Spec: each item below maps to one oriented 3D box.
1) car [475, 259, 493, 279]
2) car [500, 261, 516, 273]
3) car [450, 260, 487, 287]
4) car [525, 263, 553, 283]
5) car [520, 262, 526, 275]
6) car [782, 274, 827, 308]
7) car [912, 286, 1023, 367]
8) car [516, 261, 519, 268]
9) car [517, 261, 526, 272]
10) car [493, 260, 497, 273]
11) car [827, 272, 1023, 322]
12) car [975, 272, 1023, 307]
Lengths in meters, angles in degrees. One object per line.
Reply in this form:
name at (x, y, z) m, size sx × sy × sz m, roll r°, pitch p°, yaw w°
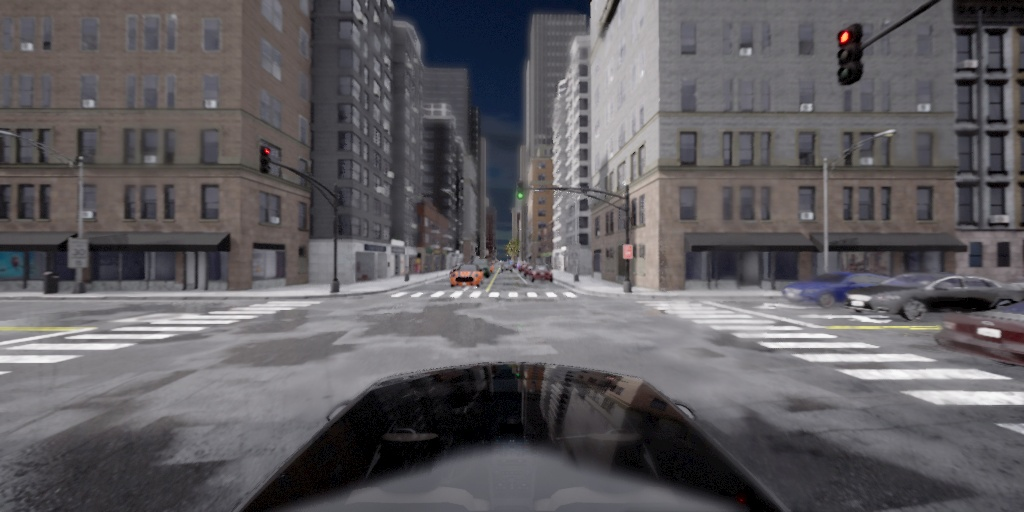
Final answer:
car at (-3.517, 1.363, 39.484) m, size 2.150 × 2.045 × 5.566 m, roll 0°, pitch 0°, yaw -1°
car at (-0.833, 1.888, 56.956) m, size 2.033 × 1.411 × 5.357 m, roll 0°, pitch -1°, yaw -1°
car at (-3.275, 1.365, 26.896) m, size 2.097 × 1.767 × 4.553 m, roll 0°, pitch -1°, yaw 0°
car at (2.566, 1.516, 32.506) m, size 1.967 × 1.591 × 4.097 m, roll 0°, pitch 0°, yaw -1°
car at (2.316, 1.777, 43.813) m, size 1.802 × 1.307 × 4.207 m, roll 0°, pitch 0°, yaw -1°
car at (14.305, 1.417, 15.430) m, size 4.674 × 1.442 × 1.812 m, roll 0°, pitch -1°, yaw 0°
car at (10.552, 1.335, 5.861) m, size 5.357 × 1.411 × 2.033 m, roll 0°, pitch -1°, yaw 4°
car at (1.941, 1.936, 60.766) m, size 1.888 × 1.381 × 4.507 m, roll 0°, pitch 0°, yaw -1°
car at (2.066, 1.902, 55.114) m, size 1.802 × 1.307 × 4.207 m, roll 0°, pitch 0°, yaw -1°
car at (-3.801, 1.651, 53.703) m, size 2.097 × 1.767 × 4.553 m, roll 0°, pitch -1°, yaw -1°
car at (14.173, 1.348, 12.181) m, size 4.902 × 1.511 × 2.128 m, roll 0°, pitch -1°, yaw 0°
car at (23.998, 1.443, 15.484) m, size 5.357 × 1.411 × 2.033 m, roll 0°, pitch -1°, yaw 0°
